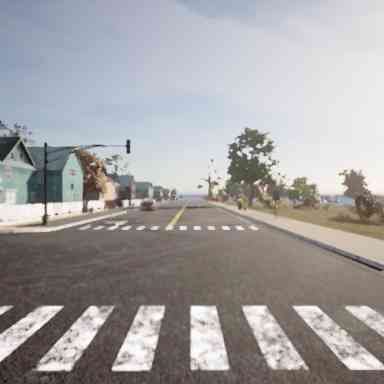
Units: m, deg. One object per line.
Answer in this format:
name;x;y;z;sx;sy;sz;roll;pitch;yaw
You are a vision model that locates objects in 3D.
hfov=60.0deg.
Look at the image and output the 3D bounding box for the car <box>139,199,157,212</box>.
car;-6.495;1.993;49.394;2.097;1.767;4.553;0;-1;0
